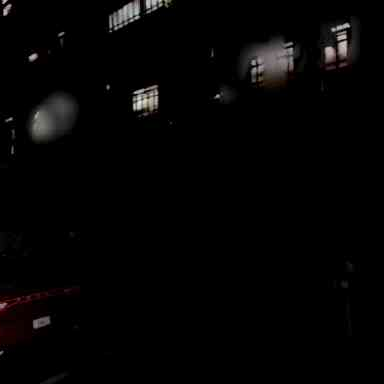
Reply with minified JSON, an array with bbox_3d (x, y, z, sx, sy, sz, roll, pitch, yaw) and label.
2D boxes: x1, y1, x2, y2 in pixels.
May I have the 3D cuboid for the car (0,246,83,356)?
[{"bbox_3d":[-3.738,1.600,5.725,4.507,1.381,1.887,-1,-2,37],"label":"car"}]
